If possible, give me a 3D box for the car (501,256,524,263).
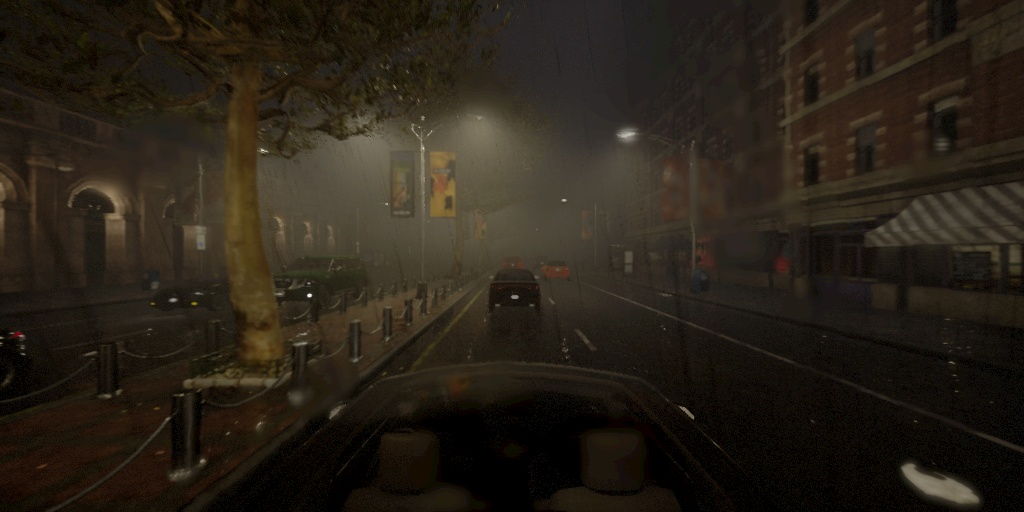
[{"bbox_3d":[0.079,0.973,37.791,2.150,2.045,5.566,0,0,0],"label":"car"}]

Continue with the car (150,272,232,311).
[{"bbox_3d":[-11.532,1.315,14.200,1.994,1.385,4.181,0,0,0],"label":"car"}]

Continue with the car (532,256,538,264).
[{"bbox_3d":[3.712,0.973,45.410,2.150,2.045,5.566,0,0,4],"label":"car"}]

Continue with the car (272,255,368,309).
[{"bbox_3d":[-8.089,0.972,15.264,2.150,2.045,5.566,0,0,0],"label":"car"}]

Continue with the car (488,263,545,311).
[{"bbox_3d":[0.096,1.228,14.540,1.882,1.535,5.008,0,0,0],"label":"car"}]

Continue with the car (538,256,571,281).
[{"bbox_3d":[3.546,1.102,29.872,2.097,1.767,4.553,0,0,0],"label":"car"}]

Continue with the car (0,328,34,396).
[{"bbox_3d":[-8.100,1.315,3.507,1.994,1.385,4.181,0,0,0],"label":"car"}]
